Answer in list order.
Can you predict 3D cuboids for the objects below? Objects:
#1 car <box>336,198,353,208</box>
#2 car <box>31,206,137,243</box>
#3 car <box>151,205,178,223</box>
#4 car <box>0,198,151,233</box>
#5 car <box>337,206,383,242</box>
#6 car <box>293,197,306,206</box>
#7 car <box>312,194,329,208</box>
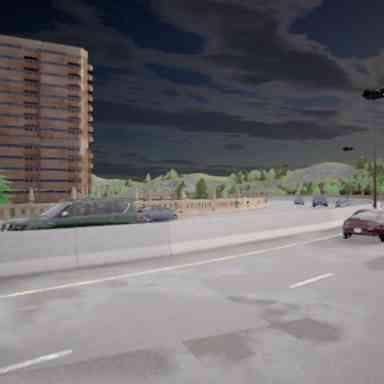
[{"bbox_3d":[20.396,1.608,44.461,2.128,1.511,4.902,0,0,27],"label":"car"},{"bbox_3d":[-5.562,1.578,17.622,5.008,1.535,1.882,0,0,-40],"label":"car"},{"bbox_3d":[-3.043,1.685,24.553,4.181,1.385,1.994,0,0,-44],"label":"car"},{"bbox_3d":[-4.760,1.303,13.731,5.566,2.045,2.150,0,0,-39],"label":"car"},{"bbox_3d":[9.120,1.565,16.655,4.674,1.442,1.812,0,0,-45],"label":"car"},{"bbox_3d":[19.410,1.692,59.900,1.837,1.490,4.892,0,0,20],"label":"car"},{"bbox_3d":[20.113,1.371,51.962,2.150,2.045,5.566,0,0,24],"label":"car"}]
